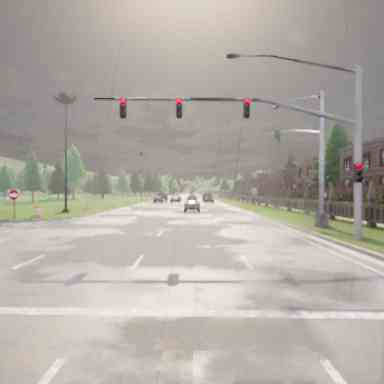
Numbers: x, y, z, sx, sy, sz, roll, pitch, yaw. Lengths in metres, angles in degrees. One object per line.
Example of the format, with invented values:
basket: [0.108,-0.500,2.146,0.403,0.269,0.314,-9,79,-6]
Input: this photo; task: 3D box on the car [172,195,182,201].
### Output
car: [-3.472,1.370,78.877,2.033,1.411,5.357,0,0,0]

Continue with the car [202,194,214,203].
car: [3.525,1.599,68.901,1.895,1.301,4.718,0,0,0]

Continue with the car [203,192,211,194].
car: [3.528,1.055,78.905,2.150,2.045,5.566,0,0,0]

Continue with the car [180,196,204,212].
car: [0.014,1.546,37.843,2.033,1.411,5.357,0,0,0]

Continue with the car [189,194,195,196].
car: [0.025,1.350,68.843,2.097,1.767,4.553,0,0,0]

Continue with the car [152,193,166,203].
car: [-6.975,1.523,68.875,1.812,1.442,4.674,0,0,0]

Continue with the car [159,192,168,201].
car: [-6.972,1.055,78.908,2.150,2.045,5.566,0,0,0]

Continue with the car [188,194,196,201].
car: [0.028,1.330,78.876,1.837,1.490,4.892,0,0,0]

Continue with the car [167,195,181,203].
car: [-3.475,1.562,68.874,1.994,1.385,4.181,0,0,0]
